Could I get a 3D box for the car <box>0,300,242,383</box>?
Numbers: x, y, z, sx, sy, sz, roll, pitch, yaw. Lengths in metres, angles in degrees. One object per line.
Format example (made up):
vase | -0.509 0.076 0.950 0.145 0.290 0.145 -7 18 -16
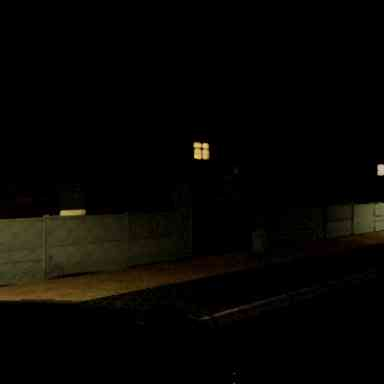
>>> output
car | -1.727 1.527 1.838 4.674 1.442 1.812 0 0 -35
